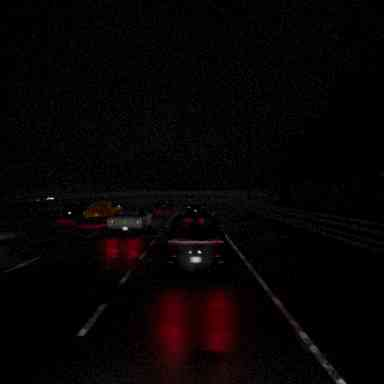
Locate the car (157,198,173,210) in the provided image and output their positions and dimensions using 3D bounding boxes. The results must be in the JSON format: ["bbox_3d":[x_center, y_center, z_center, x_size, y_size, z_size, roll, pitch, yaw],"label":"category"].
[{"bbox_3d":[-3.508,1.521,44.017,2.128,1.511,4.902,0,0,0],"label":"car"}]

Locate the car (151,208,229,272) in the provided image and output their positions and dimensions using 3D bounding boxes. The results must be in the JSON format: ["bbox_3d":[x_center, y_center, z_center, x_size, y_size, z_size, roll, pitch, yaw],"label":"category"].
[{"bbox_3d":[0.097,1.499,10.843,2.128,1.511,4.902,0,0,0],"label":"car"}]

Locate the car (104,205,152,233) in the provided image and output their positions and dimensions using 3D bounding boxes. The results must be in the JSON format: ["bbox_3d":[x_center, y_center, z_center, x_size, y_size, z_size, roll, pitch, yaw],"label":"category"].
[{"bbox_3d":[-3.503,1.614,19.666,1.895,1.301,4.718,0,0,0],"label":"car"}]

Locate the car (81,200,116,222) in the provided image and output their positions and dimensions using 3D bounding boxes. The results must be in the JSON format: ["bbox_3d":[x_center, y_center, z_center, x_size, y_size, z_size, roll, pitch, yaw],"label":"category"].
[{"bbox_3d":[-6.904,1.495,26.482,1.882,1.535,5.008,0,0,0],"label":"car"}]

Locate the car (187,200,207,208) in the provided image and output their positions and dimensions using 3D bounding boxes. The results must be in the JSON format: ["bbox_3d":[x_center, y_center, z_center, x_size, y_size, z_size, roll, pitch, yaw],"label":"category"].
[{"bbox_3d":[0.525,1.541,33.103,1.812,1.442,4.674,0,0,5],"label":"car"}]

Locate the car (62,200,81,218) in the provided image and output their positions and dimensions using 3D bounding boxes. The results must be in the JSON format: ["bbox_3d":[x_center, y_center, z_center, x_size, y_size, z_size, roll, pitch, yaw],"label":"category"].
[{"bbox_3d":[-10.405,1.525,30.694,1.837,1.490,4.892,0,0,0],"label":"car"}]
